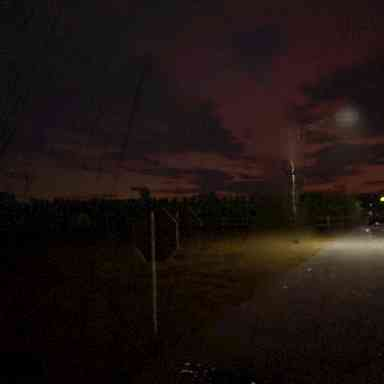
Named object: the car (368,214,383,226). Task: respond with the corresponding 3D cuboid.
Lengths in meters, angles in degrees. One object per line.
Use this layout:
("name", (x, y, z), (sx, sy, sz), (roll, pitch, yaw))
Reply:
("car", (21.598, 3.231, 38.738), (1.895, 1.301, 4.718), (-4, -4, 30))
